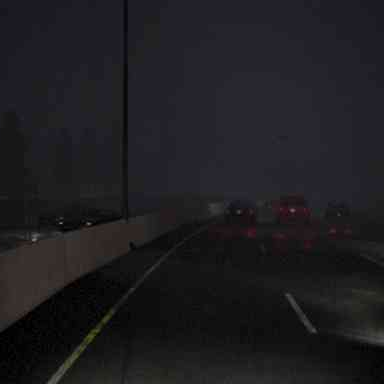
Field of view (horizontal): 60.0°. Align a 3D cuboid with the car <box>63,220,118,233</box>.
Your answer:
[{"bbox_3d":[-5.199,1.592,17.992,1.895,1.301,4.718,0,0,11],"label":"car"}]

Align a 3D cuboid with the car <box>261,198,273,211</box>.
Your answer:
[{"bbox_3d":[10.243,1.553,41.436,1.837,1.490,4.892,0,0,26],"label":"car"}]

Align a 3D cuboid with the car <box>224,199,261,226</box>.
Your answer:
[{"bbox_3d":[3.643,1.373,24.134,2.097,1.767,4.553,0,0,14],"label":"car"}]

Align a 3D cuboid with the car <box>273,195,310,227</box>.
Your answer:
[{"bbox_3d":[7.066,1.253,23.605,2.150,2.045,5.566,0,0,15],"label":"car"}]

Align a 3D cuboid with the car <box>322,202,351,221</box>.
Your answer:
[{"bbox_3d":[12.109,1.540,27.897,2.128,1.511,4.902,0,0,19],"label":"car"}]

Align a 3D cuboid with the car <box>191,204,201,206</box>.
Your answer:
[{"bbox_3d":[1.310,1.518,54.623,2.128,1.511,4.902,0,0,30],"label":"car"}]

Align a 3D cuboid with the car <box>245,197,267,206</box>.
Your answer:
[{"bbox_3d":[11.076,1.563,57.042,1.837,1.490,4.892,0,0,35],"label":"car"}]
